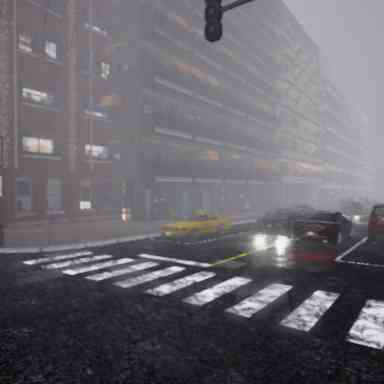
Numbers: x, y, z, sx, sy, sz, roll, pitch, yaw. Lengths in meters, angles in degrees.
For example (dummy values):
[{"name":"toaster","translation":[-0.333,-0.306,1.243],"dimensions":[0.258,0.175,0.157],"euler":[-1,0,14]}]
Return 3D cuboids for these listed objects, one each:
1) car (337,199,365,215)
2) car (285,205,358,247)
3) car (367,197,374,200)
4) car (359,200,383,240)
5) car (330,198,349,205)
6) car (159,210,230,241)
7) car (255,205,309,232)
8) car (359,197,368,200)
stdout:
[{"name":"car","translation":[19.137,1.878,39.692],"dimensions":[1.837,1.490,4.892],"euler":[0,-1,35]},{"name":"car","translation":[6.400,1.622,16.026],"dimensions":[1.882,1.535,5.008],"euler":[0,0,35]},{"name":"car","translation":[32.843,1.916,63.907],"dimensions":[2.192,1.841,5.009],"euler":[-1,-1,35]},{"name":"car","translation":[10.490,1.505,17.404],"dimensions":[2.192,1.841,5.009],"euler":[-1,-1,35]},{"name":"car","translation":[19.757,1.926,45.201],"dimensions":[1.752,1.417,4.829],"euler":[-1,-1,35]},{"name":"car","translation":[0.272,1.618,17.356],"dimensions":[1.752,1.417,4.829],"euler":[-1,-1,35]},{"name":"car","translation":[5.476,1.720,20.250],"dimensions":[1.994,1.385,4.181],"euler":[0,0,35]},{"name":"car","translation":[29.598,2.097,59.264],"dimensions":[1.887,1.381,4.507],"euler":[-1,-1,35]}]
